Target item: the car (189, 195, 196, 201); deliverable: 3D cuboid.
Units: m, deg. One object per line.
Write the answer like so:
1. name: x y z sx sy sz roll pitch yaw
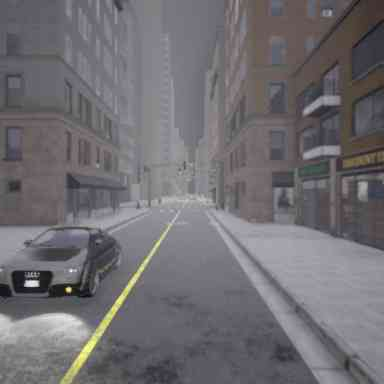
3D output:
1. car: 0.047 1.601 87.777 2.128 1.511 4.902 0 0 0

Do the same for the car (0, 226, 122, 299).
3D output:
1. car: -3.096 1.587 8.424 1.994 1.385 4.181 0 0 0

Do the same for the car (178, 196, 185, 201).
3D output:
1. car: -2.950 1.824 95.057 1.895 1.301 4.718 0 0 0
